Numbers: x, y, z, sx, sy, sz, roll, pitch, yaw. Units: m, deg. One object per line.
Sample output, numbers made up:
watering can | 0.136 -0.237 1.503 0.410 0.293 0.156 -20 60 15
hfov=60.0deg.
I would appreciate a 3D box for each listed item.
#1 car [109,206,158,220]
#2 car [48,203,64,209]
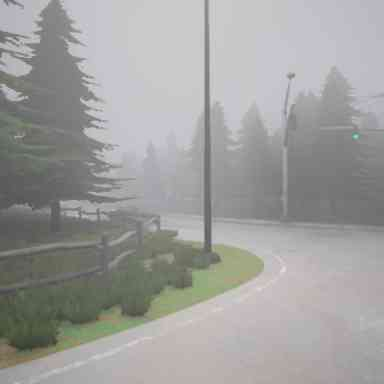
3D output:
car | -4.240 1.729 24.161 1.895 1.301 4.718 0 0 -38
car | -17.767 1.856 42.299 1.994 1.385 4.181 0 0 -36
